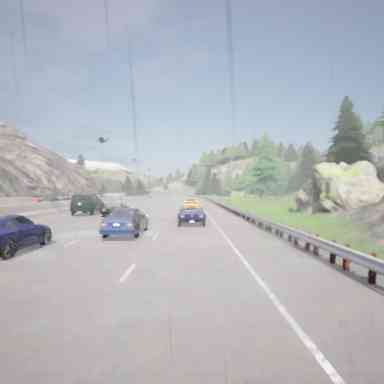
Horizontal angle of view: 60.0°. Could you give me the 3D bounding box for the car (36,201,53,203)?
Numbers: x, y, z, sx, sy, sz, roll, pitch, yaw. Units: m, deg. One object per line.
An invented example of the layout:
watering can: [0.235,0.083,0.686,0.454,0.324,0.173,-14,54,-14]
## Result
car: [-28.332,1.401,66.108,2.097,1.767,4.553,0,0,0]

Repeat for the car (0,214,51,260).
car: [-6.961,1.537,12.398,1.812,1.442,4.674,0,0,0]

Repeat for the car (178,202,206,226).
car: [-0.013,1.602,23.554,1.895,1.301,4.718,0,0,0]

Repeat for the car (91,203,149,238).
car: [-3.483,1.553,17.803,2.033,1.411,5.357,0,0,0]

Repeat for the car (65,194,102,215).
car: [-10.567,1.239,33.846,2.150,2.045,5.566,0,0,0]

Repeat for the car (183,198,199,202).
car: [-0.107,1.480,41.671,1.882,1.535,5.008,0,0,0]

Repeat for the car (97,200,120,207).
car: [-7.053,1.613,31.078,1.895,1.301,4.718,0,0,0]

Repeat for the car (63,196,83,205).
car: [-21.329,1.560,59.799,1.812,1.442,4.674,0,0,0]
